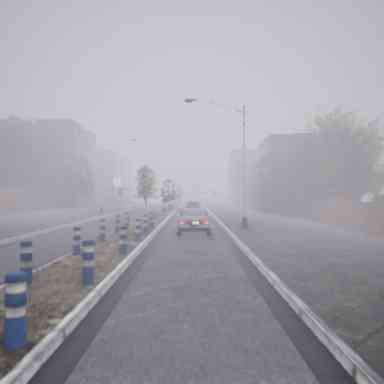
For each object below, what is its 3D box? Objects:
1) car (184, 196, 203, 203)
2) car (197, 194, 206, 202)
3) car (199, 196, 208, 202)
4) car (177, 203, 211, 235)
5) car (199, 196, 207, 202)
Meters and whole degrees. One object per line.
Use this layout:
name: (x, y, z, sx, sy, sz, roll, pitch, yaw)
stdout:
car: (0.108, 1.648, 42.695, 1.837, 1.490, 4.892, 0, 0, 0)
car: (3.013, 1.821, 81.923, 2.231, 1.521, 4.892, 0, 0, 0)
car: (3.014, 1.843, 87.570, 2.231, 1.521, 4.892, 0, 0, 0)
car: (0.098, 1.594, 19.025, 2.033, 1.411, 5.357, 0, 0, 0)
car: (3.015, 1.890, 93.128, 2.163, 1.488, 4.792, 0, 0, 0)
